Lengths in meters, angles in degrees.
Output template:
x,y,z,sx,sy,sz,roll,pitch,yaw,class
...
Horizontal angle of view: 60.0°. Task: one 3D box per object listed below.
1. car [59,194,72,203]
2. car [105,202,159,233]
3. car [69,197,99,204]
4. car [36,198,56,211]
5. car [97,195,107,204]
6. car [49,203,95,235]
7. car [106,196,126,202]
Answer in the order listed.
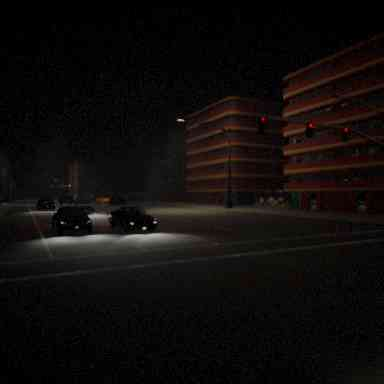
x,y,z,sx,sy,sz,roll,pitch,yaw,class
-19.603,1.167,51.824,1.837,1.490,4.892,0,0,-27,car
-3.858,1.630,20.952,2.033,1.411,5.357,0,0,-27,car
-12.078,1.584,36.967,1.895,1.301,4.718,0,0,-27,car
-17.592,1.452,40.067,1.837,1.490,4.892,0,1,-27,car
-16.042,1.311,60.212,1.882,1.535,5.008,0,0,-27,car
-7.224,1.613,19.883,1.812,1.442,4.674,0,0,-28,car
-11.442,1.411,51.379,1.812,1.442,4.674,0,0,-27,car
